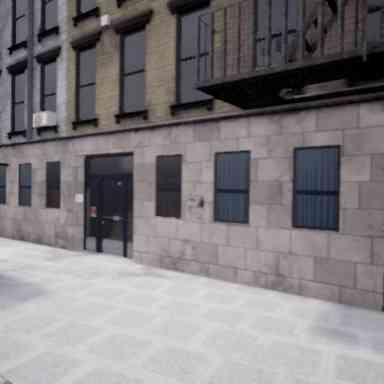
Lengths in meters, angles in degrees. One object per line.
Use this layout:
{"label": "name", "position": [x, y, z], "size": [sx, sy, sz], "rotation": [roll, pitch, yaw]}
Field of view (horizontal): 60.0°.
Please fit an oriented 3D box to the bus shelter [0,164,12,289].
{"label": "bus shelter", "position": [-6.195, 0.713, 7.808], "size": [3.880, 2.740, 1.920], "rotation": [1, 1, 35]}
